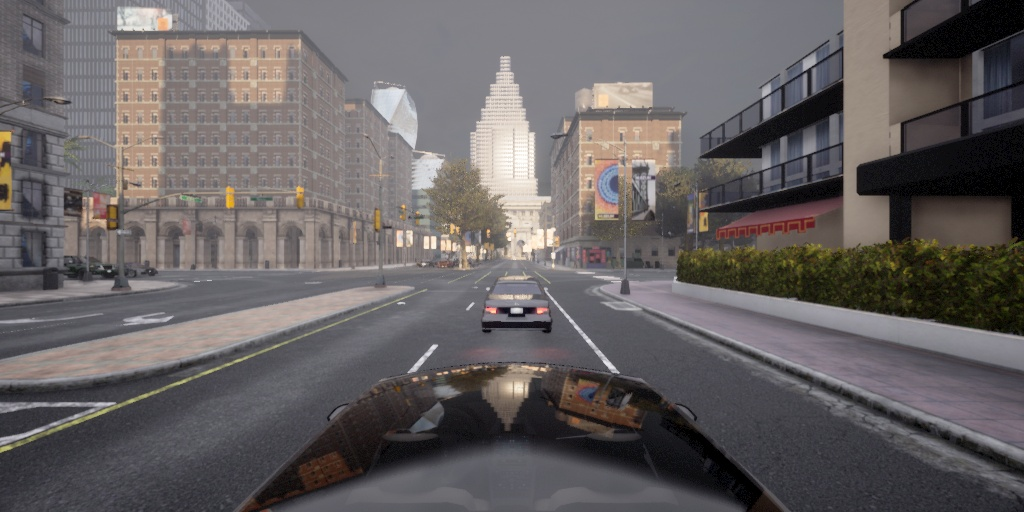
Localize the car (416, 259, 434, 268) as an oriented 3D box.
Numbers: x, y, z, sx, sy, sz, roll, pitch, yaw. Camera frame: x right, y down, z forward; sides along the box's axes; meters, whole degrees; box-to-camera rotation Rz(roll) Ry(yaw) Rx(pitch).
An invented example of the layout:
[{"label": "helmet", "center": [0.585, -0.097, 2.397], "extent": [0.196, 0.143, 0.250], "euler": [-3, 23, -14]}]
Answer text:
[{"label": "car", "center": [-14.535, 1.222, 61.520], "extent": [2.128, 1.511, 4.902], "euler": [0, 0, 1]}]

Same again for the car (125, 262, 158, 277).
[{"label": "car", "center": [-36.838, 1.303, 34.530], "extent": [4.181, 1.385, 1.994], "euler": [0, 0, 0]}]

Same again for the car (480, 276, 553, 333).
[{"label": "car", "center": [0.143, 1.294, 10.709], "extent": [2.033, 1.411, 5.357], "euler": [0, 0, 1]}]

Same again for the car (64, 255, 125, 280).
[{"label": "car", "center": [-37.615, 0.962, 31.029], "extent": [5.566, 2.045, 2.150], "euler": [0, 0, 0]}]

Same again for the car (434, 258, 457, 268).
[{"label": "car", "center": [-11.065, 1.083, 59.635], "extent": [2.097, 1.767, 4.553], "euler": [0, 0, 1]}]
